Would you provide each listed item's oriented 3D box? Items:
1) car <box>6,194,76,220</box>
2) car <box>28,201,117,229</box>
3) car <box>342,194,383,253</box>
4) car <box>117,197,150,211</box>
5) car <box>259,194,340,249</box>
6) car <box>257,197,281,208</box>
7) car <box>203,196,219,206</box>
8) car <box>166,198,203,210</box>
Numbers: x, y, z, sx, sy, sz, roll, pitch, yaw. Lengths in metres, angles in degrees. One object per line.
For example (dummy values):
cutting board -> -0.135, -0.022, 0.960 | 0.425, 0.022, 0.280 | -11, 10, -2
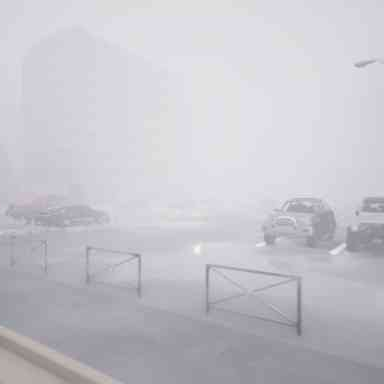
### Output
car -> -11.981, 1.155, 27.113 | 2.150, 2.045, 5.566 | 0, 0, 34
car -> -7.426, 1.544, 21.174 | 1.837, 1.490, 4.892 | 0, 0, 34
car -> 6.948, 1.151, 12.178 | 1.905, 1.878, 3.866 | 0, 0, 34
car -> -7.151, 1.413, 40.527 | 2.128, 1.511, 4.902 | 0, 0, 34
car -> 4.584, 1.141, 13.850 | 1.932, 1.855, 4.605 | 0, 0, 34
car -> 11.472, 1.538, 49.192 | 1.837, 1.490, 4.892 | 0, 0, 34
car -> 2.802, 1.460, 55.118 | 1.837, 1.490, 4.892 | 0, 0, 34
car -> -1.145, 1.477, 43.159 | 2.033, 1.411, 5.357 | 0, 0, 34
